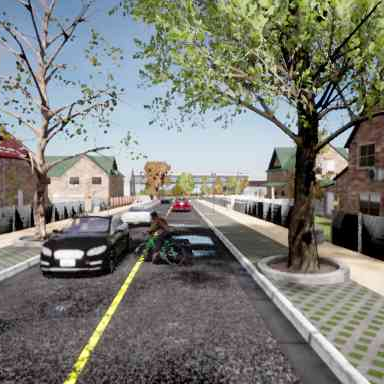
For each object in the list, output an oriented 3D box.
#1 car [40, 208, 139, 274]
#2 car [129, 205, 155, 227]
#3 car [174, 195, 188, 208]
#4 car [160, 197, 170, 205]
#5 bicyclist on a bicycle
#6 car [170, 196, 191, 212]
[{"bbox_3d":[-3.156,1.486,10.662,2.128,1.511,4.902,0,0,-2],"label":"car"},{"bbox_3d":[-3.564,1.595,22.747,1.895,1.301,4.718,0,0,-3],"label":"car"},{"bbox_3d":[-1.623,1.379,50.030,2.097,1.767,4.553,0,0,-2],"label":"car"},{"bbox_3d":[-4.901,1.648,61.563,1.895,1.301,4.718,0,0,-2],"label":"car"},{"bbox_3d":[-0.984,1.423,10.107,1.656,1.620,0.582,-2,0,20],"label":"bicyclist on a bicycle"},{"bbox_3d":[-1.208,1.361,38.808,2.097,1.767,4.553,0,0,-2],"label":"car"}]
